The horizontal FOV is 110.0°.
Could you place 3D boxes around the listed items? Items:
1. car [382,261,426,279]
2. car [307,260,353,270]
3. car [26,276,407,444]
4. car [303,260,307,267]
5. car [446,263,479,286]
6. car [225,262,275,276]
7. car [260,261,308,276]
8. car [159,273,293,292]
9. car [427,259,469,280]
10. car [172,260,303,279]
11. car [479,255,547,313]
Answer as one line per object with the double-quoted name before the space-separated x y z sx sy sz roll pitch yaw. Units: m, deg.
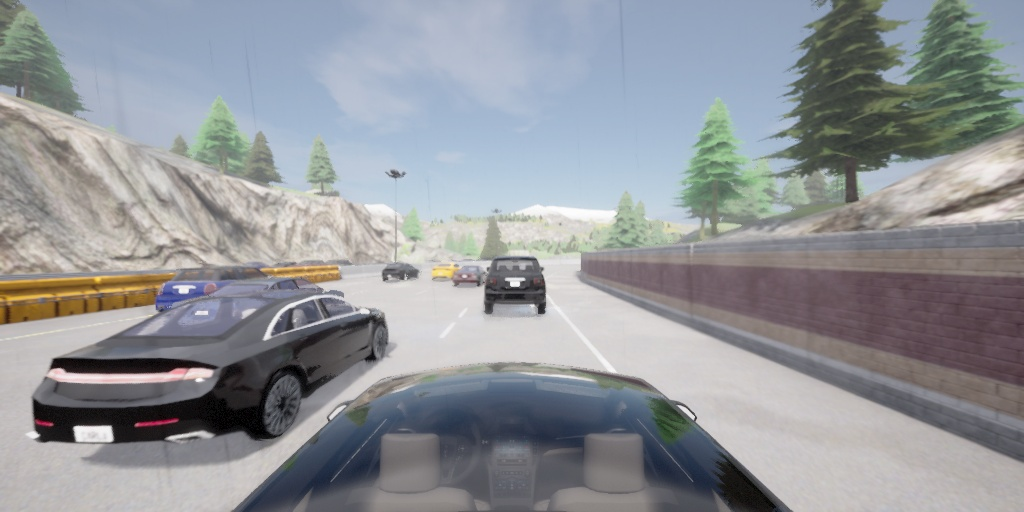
"car" -9.302 1.331 30.450 1.837 1.490 4.892 0 0 7
"car" -18.979 1.200 38.185 2.097 1.767 4.553 0 0 10
"car" -3.419 1.252 5.369 2.128 1.511 4.902 0 0 0
"car" -22.333 1.203 39.366 2.097 1.767 4.553 0 0 10
"car" -2.819 1.360 25.543 2.033 1.411 5.357 0 0 5
"car" -29.277 1.380 40.272 1.812 1.442 4.674 0 0 10
"car" -25.666 1.360 40.623 1.837 1.490 4.892 0 0 10
"car" -6.892 1.321 10.506 2.033 1.411 5.357 0 0 0
"car" -5.582 1.308 31.990 1.882 1.535 5.008 0 0 7
"car" -10.363 1.133 13.479 2.097 1.767 4.553 0 0 1
"car" 0.140 1.004 14.226 2.150 2.045 5.566 0 0 1
